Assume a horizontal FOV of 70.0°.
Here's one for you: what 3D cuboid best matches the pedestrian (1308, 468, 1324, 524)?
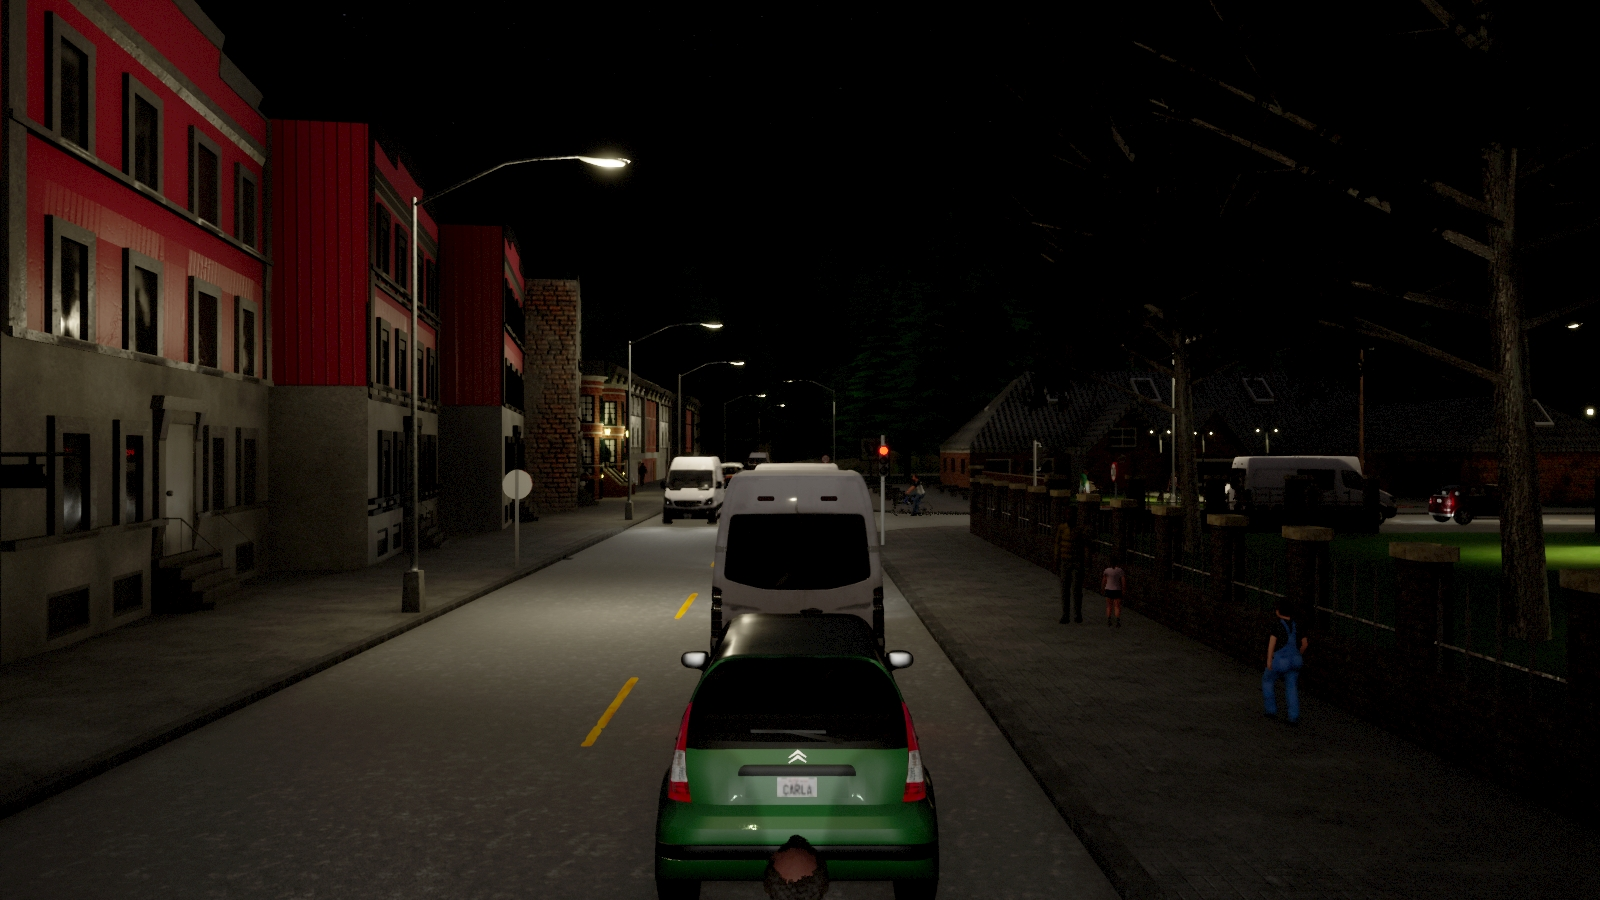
[{"bbox_3d":[17.214,1.525,38.131,0.375,1.860,0.375,0,0,3],"label":"pedestrian"}]

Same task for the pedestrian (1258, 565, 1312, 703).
[{"bbox_3d":[4.781,1.805,11.277,0.375,1.300,0.375,0,0,0],"label":"pedestrian"}]

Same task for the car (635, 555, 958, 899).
[{"bbox_3d":[-0.023,1.779,8.527,1.851,1.617,3.988,0,0,0],"label":"car"}]

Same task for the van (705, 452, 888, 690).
[{"bbox_3d":[-0.048,1.314,15.312,1.988,2.561,5.915,0,0,0],"label":"van"}]

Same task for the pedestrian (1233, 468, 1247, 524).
[{"bbox_3d":[14.727,1.525,38.246,0.375,1.860,0.375,0,0,5],"label":"pedestrian"}]

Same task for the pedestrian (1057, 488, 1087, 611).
[{"bbox_3d":[4.204,1.525,17.646,0.375,1.860,0.375,0,0,26],"label":"pedestrian"}]

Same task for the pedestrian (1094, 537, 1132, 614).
[{"bbox_3d":[4.769,1.904,17.403,0.500,1.100,0.500,0,0,24],"label":"pedestrian"}]

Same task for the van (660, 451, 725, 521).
[{"bbox_3d":[-4.114,1.314,44.655,1.988,2.561,5.915,0,0,0],"label":"van"}]

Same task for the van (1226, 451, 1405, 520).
[{"bbox_3d":[19.552,1.314,43.543,5.915,2.561,1.988,0,0,1],"label":"van"}]
